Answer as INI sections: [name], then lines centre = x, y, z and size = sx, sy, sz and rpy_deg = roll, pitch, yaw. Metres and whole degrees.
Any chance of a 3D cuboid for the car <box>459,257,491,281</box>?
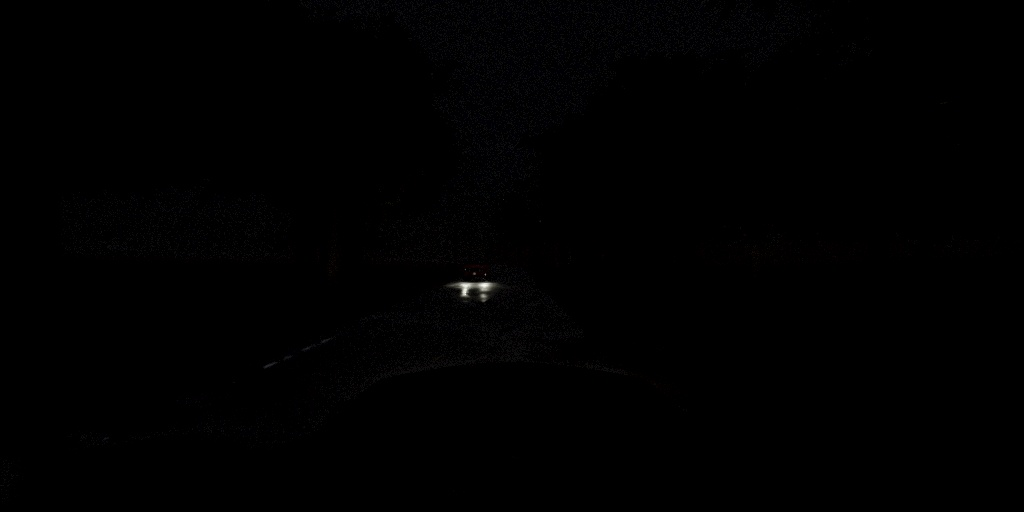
[car]
centre = -3.090, 1.148, 32.425
size = 2.150, 2.045, 5.566
rpy_deg = 0, -1, 0
